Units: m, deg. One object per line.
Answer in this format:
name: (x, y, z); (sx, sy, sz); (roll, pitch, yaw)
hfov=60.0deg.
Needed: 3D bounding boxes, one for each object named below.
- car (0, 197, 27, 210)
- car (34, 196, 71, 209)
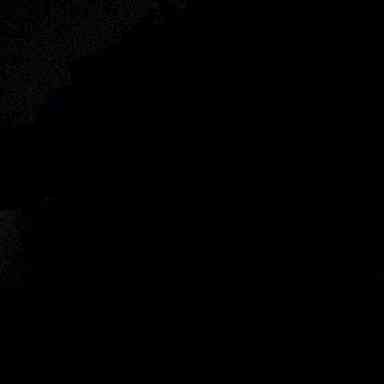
car: (-17.937, 1.143, 31.373); (2.008, 1.369, 4.403); (0, 0, 35)
car: (-14.575, 1.072, 36.153); (1.752, 1.417, 4.829); (0, 0, 35)
